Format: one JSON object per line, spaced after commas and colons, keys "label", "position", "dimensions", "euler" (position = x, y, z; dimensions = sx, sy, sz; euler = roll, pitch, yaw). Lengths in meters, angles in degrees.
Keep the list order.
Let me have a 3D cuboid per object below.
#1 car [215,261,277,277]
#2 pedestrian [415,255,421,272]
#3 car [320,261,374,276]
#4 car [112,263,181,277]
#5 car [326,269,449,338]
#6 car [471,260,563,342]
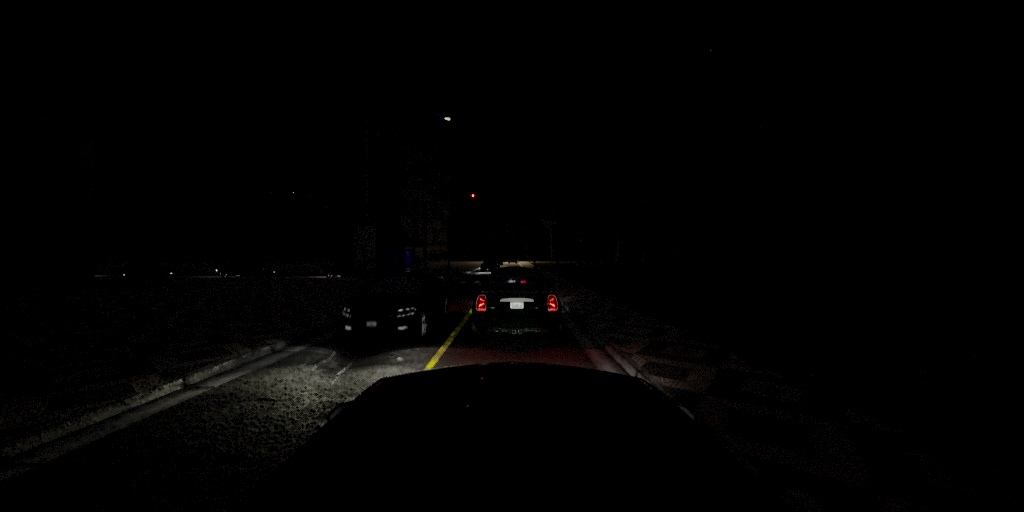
{"label": "car", "position": [-23.815, 1.166, 32.263], "dimensions": [4.902, 1.511, 2.128], "euler": [0, 1, 2]}
{"label": "pedestrian", "position": [-9.969, 0.800, 38.103], "dimensions": [0.375, 1.860, 0.375], "euler": [0, 0, 2]}
{"label": "car", "position": [-14.443, 1.192, 31.996], "dimensions": [4.902, 1.511, 2.128], "euler": [0, 1, 2]}
{"label": "car", "position": [-33.052, 1.249, 32.532], "dimensions": [4.718, 1.301, 1.895], "euler": [0, 1, 2]}
{"label": "car", "position": [-3.074, 1.224, 10.366], "dimensions": [1.882, 1.535, 5.008], "euler": [0, 0, 0]}
{"label": "car", "position": [0.116, 1.099, 9.949], "dimensions": [2.097, 1.767, 4.553], "euler": [0, 0, 0]}
